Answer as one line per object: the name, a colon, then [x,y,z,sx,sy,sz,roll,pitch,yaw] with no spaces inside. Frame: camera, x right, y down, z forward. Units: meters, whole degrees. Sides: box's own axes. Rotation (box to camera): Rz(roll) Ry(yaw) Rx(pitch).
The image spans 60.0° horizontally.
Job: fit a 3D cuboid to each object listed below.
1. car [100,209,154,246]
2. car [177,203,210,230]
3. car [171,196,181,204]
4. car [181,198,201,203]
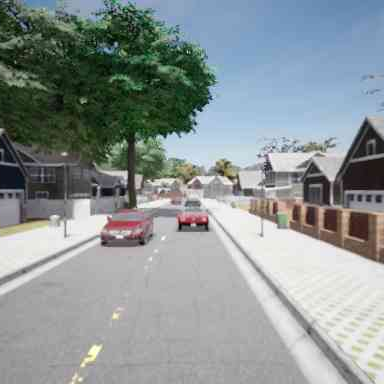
car: [-2.857,1.521,15.469,1.812,1.442,4.674,0,0,0]
car: [0.085,1.594,21.211,1.895,1.301,4.718,0,0,0]
car: [-2.786,1.460,60.364,1.882,1.535,5.008,0,0,0]
car: [0.080,1.473,39.525,2.128,1.511,4.902,0,0,0]
